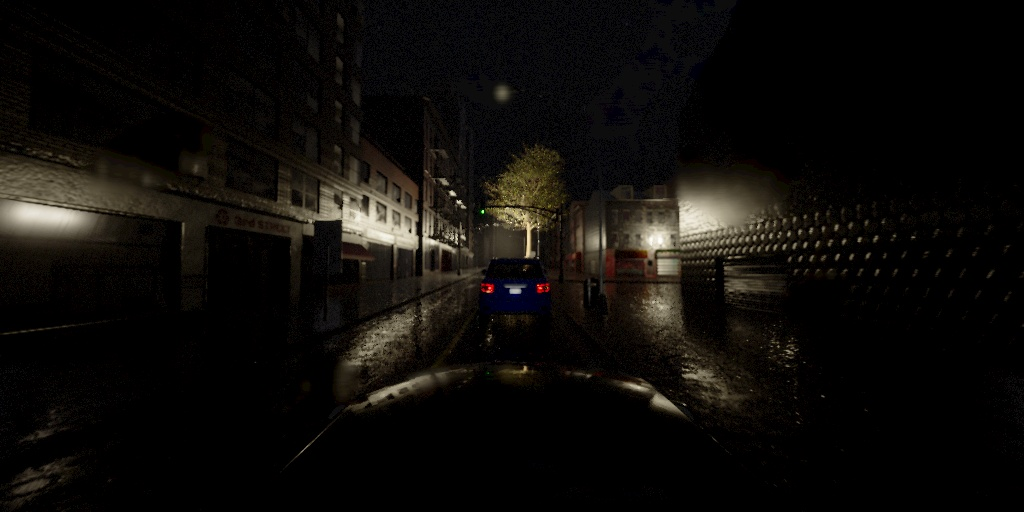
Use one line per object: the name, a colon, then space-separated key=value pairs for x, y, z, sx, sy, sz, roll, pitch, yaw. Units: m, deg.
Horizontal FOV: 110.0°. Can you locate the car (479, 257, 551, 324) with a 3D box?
car: x=0.089 y=1.068 z=12.591 sx=2.150 sy=2.045 sz=5.566 roll=0 pitch=0 yaw=0
